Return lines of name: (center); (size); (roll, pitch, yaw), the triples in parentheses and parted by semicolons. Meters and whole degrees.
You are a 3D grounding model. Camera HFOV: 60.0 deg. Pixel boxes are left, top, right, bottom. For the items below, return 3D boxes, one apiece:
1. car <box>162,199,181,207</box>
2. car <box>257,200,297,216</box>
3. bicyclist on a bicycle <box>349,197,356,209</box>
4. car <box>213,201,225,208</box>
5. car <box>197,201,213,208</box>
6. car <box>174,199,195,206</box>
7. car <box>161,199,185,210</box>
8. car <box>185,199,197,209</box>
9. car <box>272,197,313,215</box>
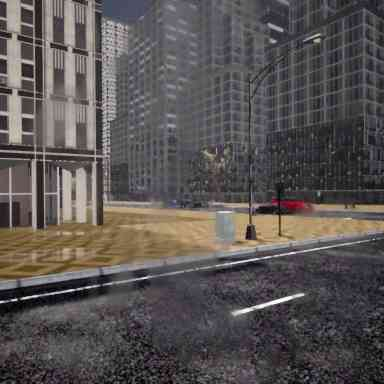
car: (-4.378, 2.252, 69.890); (1.812, 1.442, 4.674); (-1, -1, -35)
car: (9.602, 1.990, 38.746); (1.994, 1.385, 4.181); (-1, -1, -35)
bicyclist on a bicycle: (21.996, 1.578, 45.642); (1.656, 1.620, 0.582); (-1, 0, -35)
car: (4.040, 2.310, 63.634); (1.895, 1.301, 4.718); (-1, -1, -35)
car: (1.304, 2.305, 61.971); (1.994, 1.385, 4.181); (-1, -1, -35)
car: (-1.726, 2.224, 71.769); (2.128, 1.511, 4.902); (-1, -1, -35)
car: (-3.721, 2.315, 57.650); (1.812, 1.442, 4.674); (-1, -1, -35)
car: (-1.686, 2.284, 60.418); (1.837, 1.490, 4.892); (-1, -1, -35)
car: (12.073, 1.623, 40.874); (2.150, 2.045, 5.566); (-1, -1, -35)
